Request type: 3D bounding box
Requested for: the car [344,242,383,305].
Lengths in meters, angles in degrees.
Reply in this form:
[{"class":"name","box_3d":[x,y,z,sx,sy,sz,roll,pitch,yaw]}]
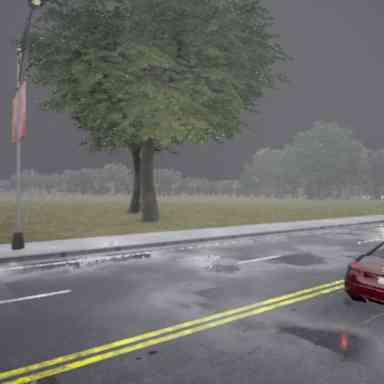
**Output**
[{"class":"car","box_3d":[5.129,1.577,7.096,4.181,1.385,1.994,0,0,-35]}]
